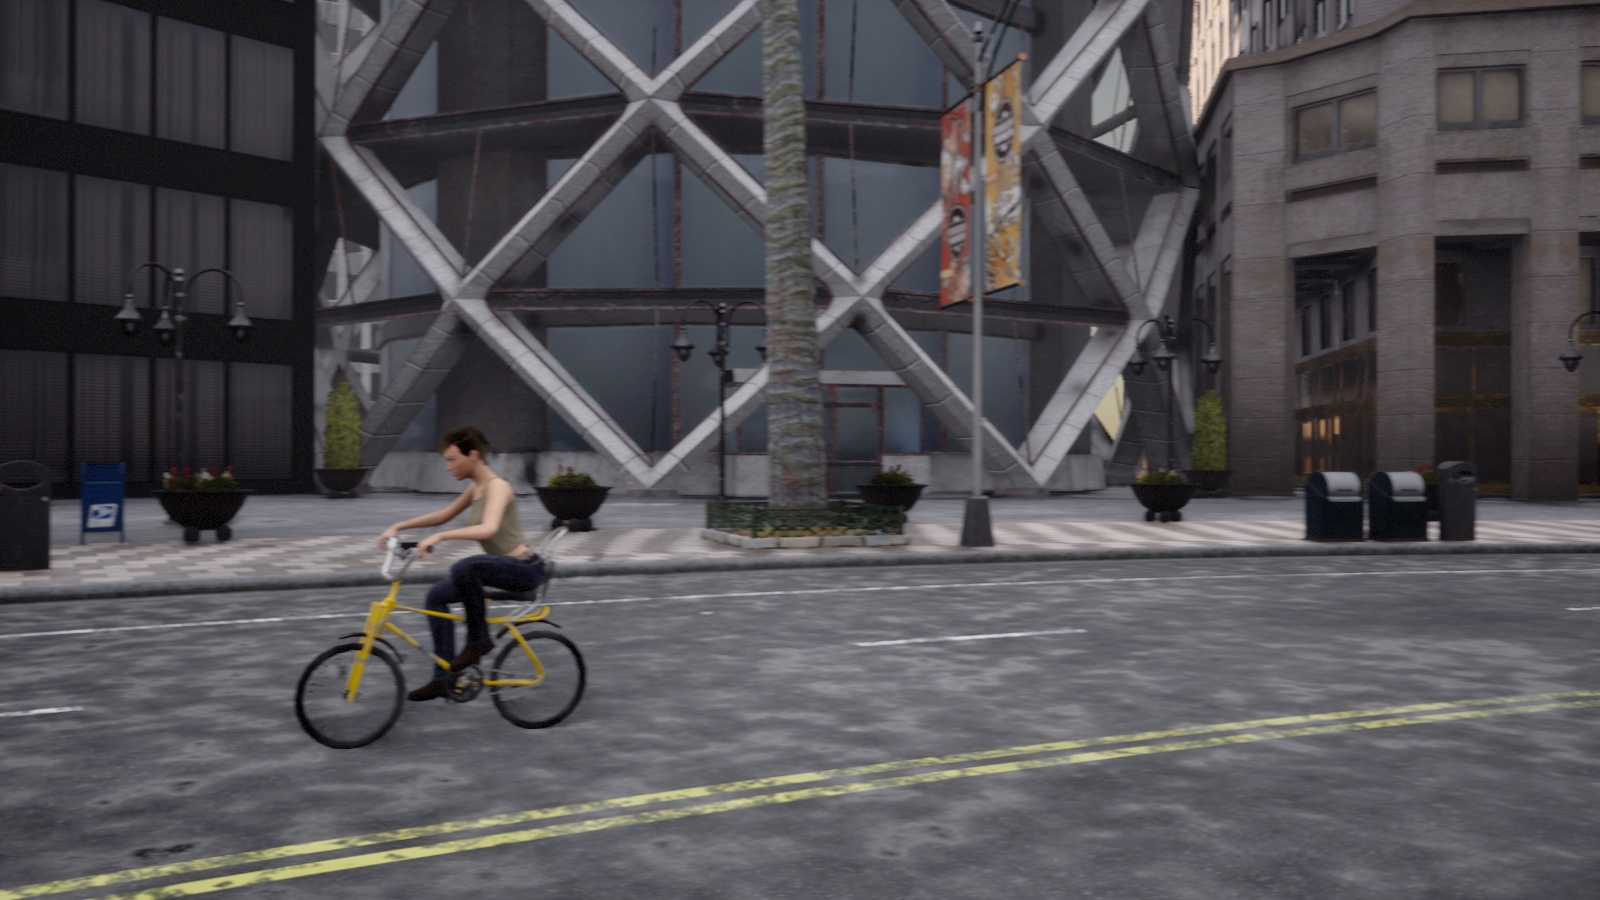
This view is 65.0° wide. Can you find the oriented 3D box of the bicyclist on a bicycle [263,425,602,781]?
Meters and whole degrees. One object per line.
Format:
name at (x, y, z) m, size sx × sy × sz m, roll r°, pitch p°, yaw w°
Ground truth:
bicyclist on a bicycle at (-1.885, 0.691, 6.432) m, size 1.509 × 1.612 × 0.866 m, roll 0°, pitch 0°, yaw -29°
